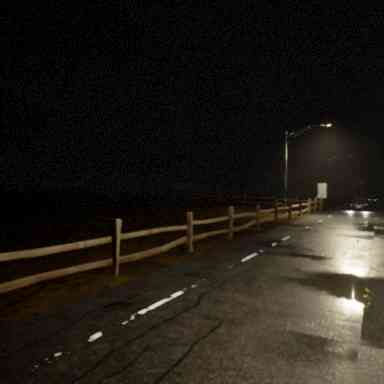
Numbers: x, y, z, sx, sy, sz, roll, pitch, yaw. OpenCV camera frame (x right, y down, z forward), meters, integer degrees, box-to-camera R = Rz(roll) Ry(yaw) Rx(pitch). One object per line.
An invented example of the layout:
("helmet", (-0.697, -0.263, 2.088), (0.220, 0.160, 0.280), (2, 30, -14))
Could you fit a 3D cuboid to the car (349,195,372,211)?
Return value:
("car", (19.090, 1.346, 37.789), (1.812, 1.442, 4.674), (1, 0, 30))
